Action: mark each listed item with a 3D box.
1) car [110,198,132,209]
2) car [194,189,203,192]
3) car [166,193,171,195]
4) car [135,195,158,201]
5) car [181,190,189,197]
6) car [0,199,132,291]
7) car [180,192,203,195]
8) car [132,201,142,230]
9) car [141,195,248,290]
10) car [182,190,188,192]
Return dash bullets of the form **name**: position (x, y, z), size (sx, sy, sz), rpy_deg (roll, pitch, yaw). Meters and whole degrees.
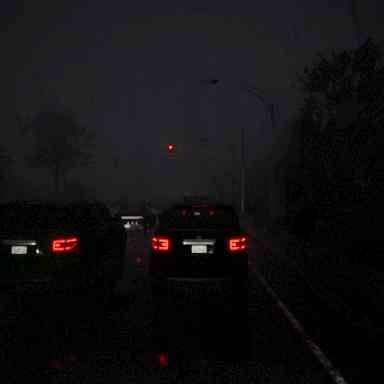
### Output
- **car**: position (-9.829, 1.600, 46.183), size (1.895, 1.301, 4.718), rpy_deg (0, 0, 2)
- **car**: position (1.472, 0.849, 77.573), size (2.097, 1.767, 4.553), rpy_deg (0, 3, 1)
- **car**: position (-5.560, 1.104, 76.207), size (2.128, 1.511, 4.902), rpy_deg (0, 2, 1)
- **car**: position (-6.311, 1.547, 46.384), size (2.033, 1.411, 5.357), rpy_deg (0, 0, 1)
- **car**: position (-1.807, 0.293, 87.686), size (1.882, 1.535, 5.008), rpy_deg (0, 3, 1)
- **car**: position (-3.330, 1.221, 9.146), size (2.150, 2.045, 5.566), rpy_deg (0, 0, 1)
- **car**: position (0.328, 1.221, 19.563), size (2.150, 2.045, 5.566), rpy_deg (0, 0, 1)
- **car**: position (-3.187, 1.491, 19.013), size (2.128, 1.511, 4.902), rpy_deg (0, 0, 1)
- **car**: position (0.171, 1.221, 9.233), size (2.150, 2.045, 5.566), rpy_deg (0, 0, 1)
- **car**: position (-2.036, 1.052, 77.274), size (2.033, 1.411, 5.357), rpy_deg (0, 3, 1)
